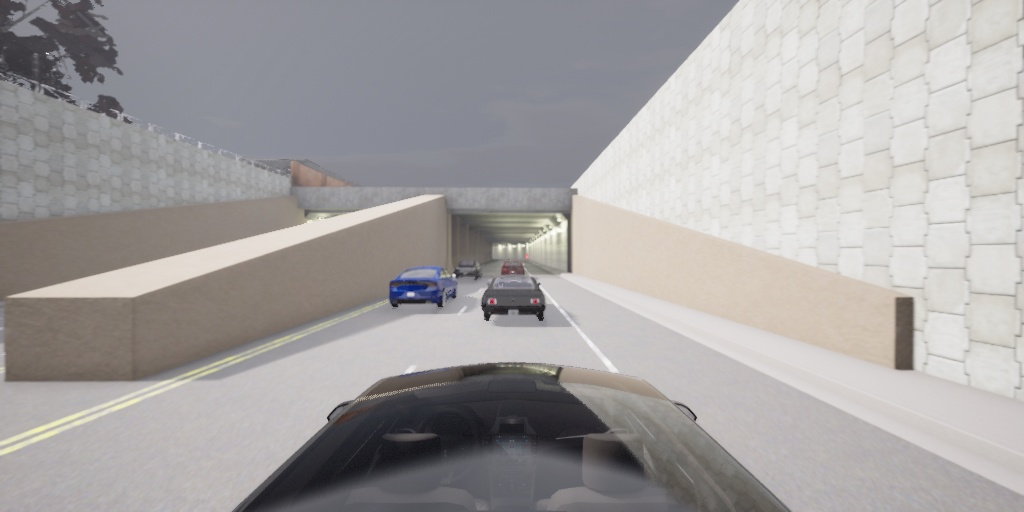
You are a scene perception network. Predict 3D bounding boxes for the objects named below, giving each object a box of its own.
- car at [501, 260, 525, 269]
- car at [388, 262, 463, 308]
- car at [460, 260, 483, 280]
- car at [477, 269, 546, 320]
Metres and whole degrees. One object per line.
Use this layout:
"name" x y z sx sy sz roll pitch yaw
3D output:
"car" 0.074 1.065 30.303 1.882 1.535 5.008 0 0 0
"car" -3.426 1.155 14.634 1.882 1.535 5.008 0 0 0
"car" -3.433 1.089 28.771 2.128 1.511 4.902 0 0 0
"car" 0.062 1.291 12.323 1.895 1.301 4.718 0 0 0
